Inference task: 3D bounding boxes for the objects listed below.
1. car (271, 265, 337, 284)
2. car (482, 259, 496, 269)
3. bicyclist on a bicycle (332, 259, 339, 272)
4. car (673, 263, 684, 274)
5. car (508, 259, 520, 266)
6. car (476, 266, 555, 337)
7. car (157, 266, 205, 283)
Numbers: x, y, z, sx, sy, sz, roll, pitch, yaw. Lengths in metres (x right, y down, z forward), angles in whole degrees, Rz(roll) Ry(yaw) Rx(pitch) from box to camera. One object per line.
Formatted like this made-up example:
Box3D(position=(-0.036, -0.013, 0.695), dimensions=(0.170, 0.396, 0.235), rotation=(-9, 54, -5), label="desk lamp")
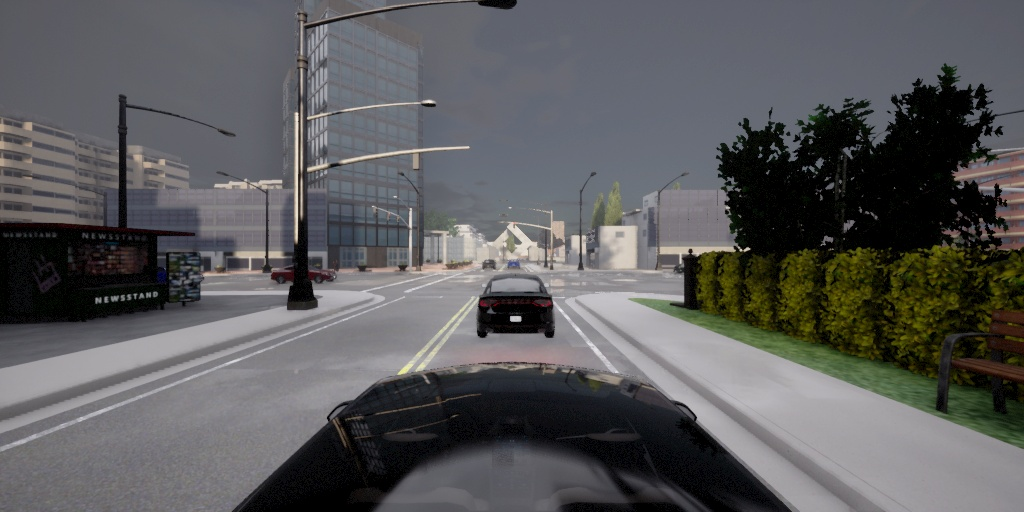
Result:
Box3D(position=(-16.175, 1.382, 27.938), dimensions=(4.674, 1.442, 1.812), rotation=(-1, 0, 0), label="car")
Box3D(position=(-3.412, 1.227, 54.129), dimensions=(1.882, 1.535, 5.008), rotation=(0, 0, 0), label="car")
Box3D(position=(-21.849, 1.216, 44.395), dimensions=(0.582, 1.620, 1.656), rotation=(-1, 0, 0), label="bicyclist on a bicycle")
Box3D(position=(19.965, 1.057, 38.807), dimensions=(4.553, 1.767, 2.097), rotation=(0, 0, 0), label="car")
Box3D(position=(0.289, 1.227, 59.372), dimensions=(1.882, 1.535, 5.008), rotation=(0, 0, 0), label="car")
Box3D(position=(0.104, 1.228, 10.349), dimensions=(1.882, 1.535, 5.008), rotation=(0, 0, 1), label="car")
Box3D(position=(-26.656, 1.506, 27.884), dimensions=(4.674, 1.442, 1.812), rotation=(-1, 0, 0), label="car")
